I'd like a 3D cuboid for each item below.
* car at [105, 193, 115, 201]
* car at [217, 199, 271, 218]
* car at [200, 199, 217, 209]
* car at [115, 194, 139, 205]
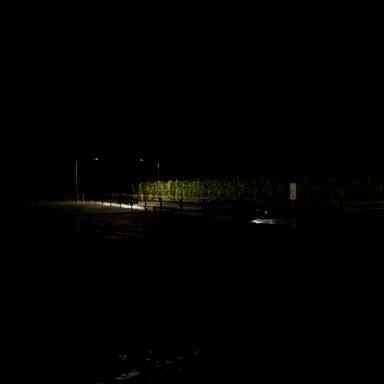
[{"bbox_3d":[-16.441,1.009,68.128,1.882,1.535,5.008,0,0,-31],"label":"car"},{"bbox_3d":[4.538,1.367,28.302,1.837,1.490,4.892,0,0,-33],"label":"car"},{"bbox_3d":[2.876,1.412,37.595,1.895,1.301,4.718,0,0,-33],"label":"car"},{"bbox_3d":[-9.616,1.196,50.179,1.812,1.442,4.674,0,0,-32],"label":"car"}]
